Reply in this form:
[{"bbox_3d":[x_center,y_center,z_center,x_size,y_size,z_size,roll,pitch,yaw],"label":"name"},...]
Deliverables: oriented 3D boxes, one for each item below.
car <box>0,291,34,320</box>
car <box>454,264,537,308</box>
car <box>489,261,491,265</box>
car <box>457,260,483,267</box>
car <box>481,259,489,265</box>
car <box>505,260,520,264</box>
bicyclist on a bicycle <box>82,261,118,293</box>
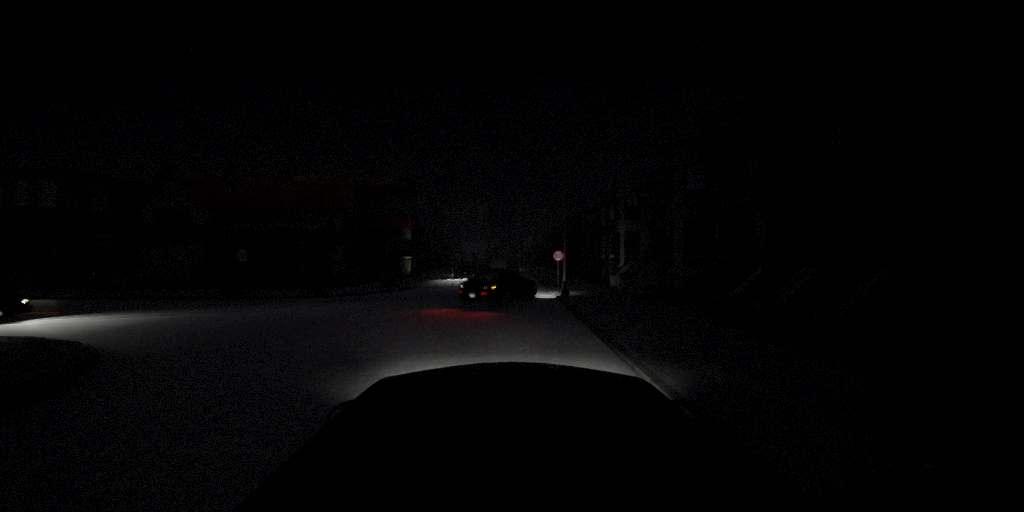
[{"bbox_3d":[-17.617,1.297,10.415,5.357,1.411,2.033,0,0,0],"label":"car"},{"bbox_3d":[-0.491,1.276,15.380,1.812,1.442,4.674,1,1,26],"label":"car"},{"bbox_3d":[-4.122,1.241,52.736,2.128,1.511,4.902,0,0,0],"label":"car"},{"bbox_3d":[-4.138,1.314,33.537,1.994,1.385,4.181,0,0,0],"label":"car"},{"bbox_3d":[-4.140,1.227,42.423,1.882,1.535,5.008,0,0,0],"label":"car"},{"bbox_3d":[0.050,1.297,49.014,2.033,1.411,5.357,0,0,0],"label":"car"},{"bbox_3d":[-21.599,1.099,18.809,0.582,1.620,1.656,0,0,0],"label":"bicyclist on a bicycle"}]
